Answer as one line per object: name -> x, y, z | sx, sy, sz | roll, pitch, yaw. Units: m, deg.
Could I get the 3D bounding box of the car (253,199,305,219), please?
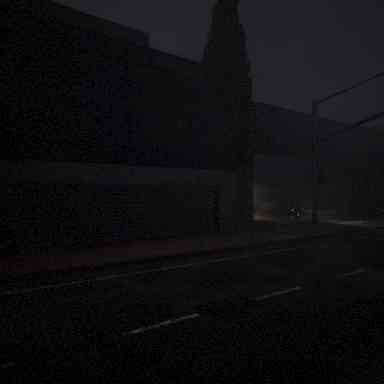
car -> 7.632, 1.601, 29.727 | 1.895, 1.301, 4.718 | 0, 0, -37

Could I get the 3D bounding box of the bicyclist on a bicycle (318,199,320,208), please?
bicyclist on a bicycle -> 16.223, 1.303, 43.263 | 1.656, 1.620, 0.582 | 0, 0, -37

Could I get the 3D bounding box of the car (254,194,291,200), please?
car -> 8.695, 1.221, 34.158 | 2.150, 2.045, 5.566 | 0, 0, -36

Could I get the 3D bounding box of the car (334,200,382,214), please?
car -> 17.239, 1.525, 34.760 | 1.812, 1.442, 4.674 | 0, 0, -37
